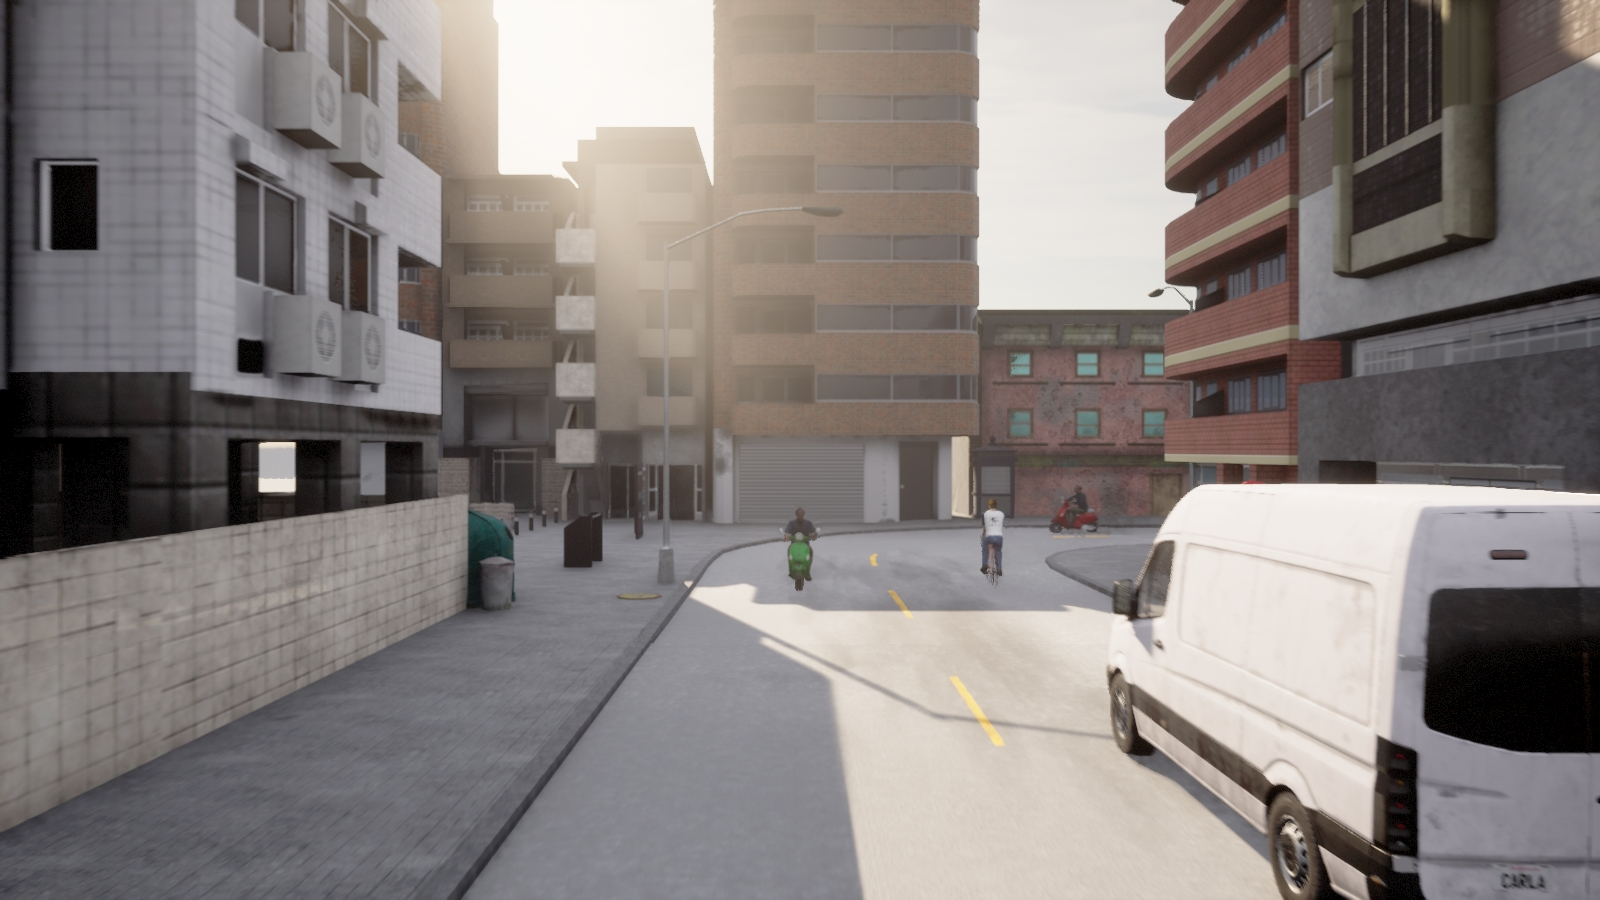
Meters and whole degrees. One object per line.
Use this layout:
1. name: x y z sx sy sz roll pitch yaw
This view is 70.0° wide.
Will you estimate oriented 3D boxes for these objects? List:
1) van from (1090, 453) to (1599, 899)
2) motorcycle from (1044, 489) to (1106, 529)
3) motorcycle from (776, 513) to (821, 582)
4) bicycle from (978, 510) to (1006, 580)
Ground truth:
1. van: 3.951 1.312 8.656 1.988 2.561 5.915 0 0 0
2. motorcycle: 9.117 1.955 37.929 1.805 1.236 0.856 0 1 -14
3. motorcycle: -0.015 1.956 23.220 0.856 1.236 1.805 0 0 1
4. bicycle: 3.938 1.930 23.498 0.373 1.296 1.643 1 -1 2
